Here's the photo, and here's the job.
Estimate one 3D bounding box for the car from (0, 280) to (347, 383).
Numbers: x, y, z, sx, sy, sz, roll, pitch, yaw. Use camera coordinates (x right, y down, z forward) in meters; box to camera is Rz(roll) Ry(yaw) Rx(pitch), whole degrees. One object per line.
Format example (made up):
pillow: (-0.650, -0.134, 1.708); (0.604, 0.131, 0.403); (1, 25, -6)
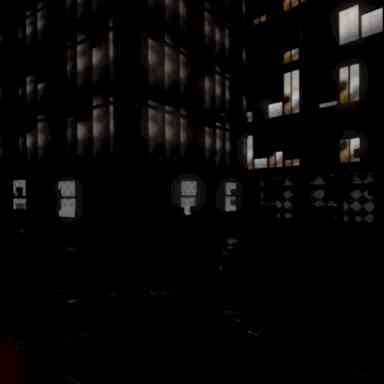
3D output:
car: (-0.650, 1.604, 3.338); (4.206, 1.307, 1.802); (-1, 0, 36)
